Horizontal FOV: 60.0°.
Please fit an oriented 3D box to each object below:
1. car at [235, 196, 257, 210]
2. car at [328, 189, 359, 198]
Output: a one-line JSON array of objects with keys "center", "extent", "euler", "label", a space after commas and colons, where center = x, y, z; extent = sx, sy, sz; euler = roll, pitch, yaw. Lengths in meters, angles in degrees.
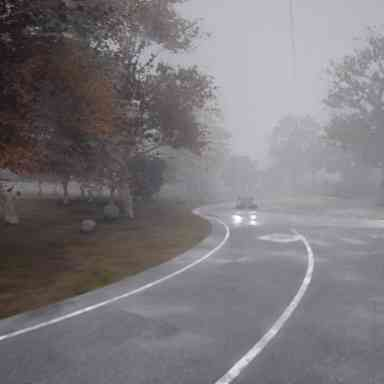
[{"center": [5.286, 1.045, 33.071], "extent": [1.895, 1.301, 4.718], "euler": [-1, 1, 6], "label": "car"}, {"center": [22.606, 0.211, 49.759], "extent": [4.181, 1.385, 1.994], "euler": [-1, 1, 0], "label": "car"}]
